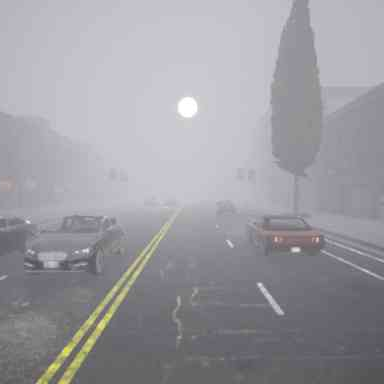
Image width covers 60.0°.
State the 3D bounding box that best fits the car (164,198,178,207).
[{"bbox_3d":[-3.326,1.600,52.592,1.994,1.385,4.181,0,0,0],"label":"car"}]

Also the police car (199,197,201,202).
[{"bbox_3d":[3.242,1.731,76.039,1.930,1.638,5.238,0,-1,0],"label":"police car"}]

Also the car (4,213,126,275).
[{"bbox_3d":[-3.349,1.455,10.361,2.128,1.511,4.902,0,0,0],"label":"car"}]

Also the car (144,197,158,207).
[{"bbox_3d":[-6.565,1.545,53.647,1.837,1.490,4.892,0,0,0],"label":"car"}]

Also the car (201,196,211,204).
[{"bbox_3d":[3.244,1.670,64.928,1.812,1.442,4.674,0,-1,0],"label":"car"}]

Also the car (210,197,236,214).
[{"bbox_3d":[3.348,1.523,34.445,2.033,1.411,5.357,0,0,0],"label":"car"}]

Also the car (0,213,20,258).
[{"bbox_3d":[-6.601,1.455,10.348,2.128,1.511,4.902,0,0,0],"label":"car"}]

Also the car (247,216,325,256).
[{"bbox_3d":[3.353,1.559,12.906,1.895,1.301,4.718,0,0,0],"label":"car"}]
